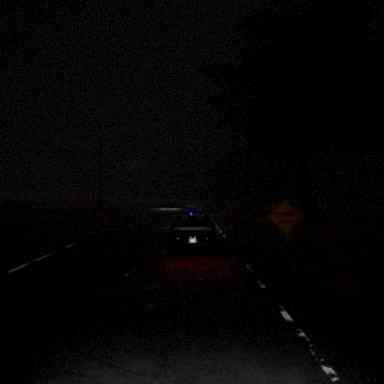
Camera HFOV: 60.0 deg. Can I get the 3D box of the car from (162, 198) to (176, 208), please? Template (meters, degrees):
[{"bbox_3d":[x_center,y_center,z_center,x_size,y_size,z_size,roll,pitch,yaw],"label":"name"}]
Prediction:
[{"bbox_3d":[-3.680,1.802,53.584,1.882,1.535,5.008,0,-1,0],"label":"car"}]

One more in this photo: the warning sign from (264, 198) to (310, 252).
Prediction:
[{"bbox_3d":[3.482,1.190,12.311,1.300,1.860,1.060,-3,-3,0],"label":"warning sign"}]

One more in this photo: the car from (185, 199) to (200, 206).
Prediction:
[{"bbox_3d":[0.014,1.703,30.740,1.812,1.442,4.674,0,0,0],"label":"car"}]

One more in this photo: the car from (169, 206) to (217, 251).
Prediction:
[{"bbox_3d":[0.040,1.579,14.635,2.128,1.511,4.902,0,0,0],"label":"car"}]
